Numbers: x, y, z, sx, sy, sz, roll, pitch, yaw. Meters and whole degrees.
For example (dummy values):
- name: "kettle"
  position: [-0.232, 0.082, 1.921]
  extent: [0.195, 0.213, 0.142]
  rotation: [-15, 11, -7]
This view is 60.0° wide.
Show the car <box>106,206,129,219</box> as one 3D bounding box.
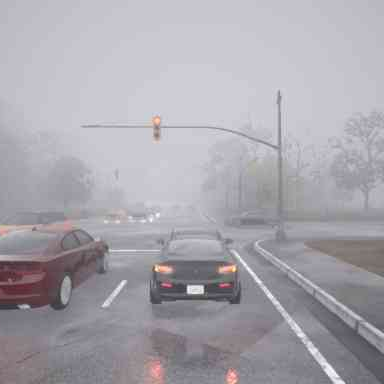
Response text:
- name: "car"
  position: [-10.657, 3.025, 46.969]
  extent: [1.882, 1.535, 5.008]
  rotation: [0, -2, 0]

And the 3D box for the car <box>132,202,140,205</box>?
- name: "car"
  position: [-10.655, 3.097, 55.829]
  extent: [2.097, 1.767, 4.553]
  rotation: [0, -1, 0]

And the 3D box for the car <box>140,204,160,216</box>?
- name: "car"
  position: [-7.157, 3.247, 56.573]
  extent: [2.128, 1.511, 4.902]
  rotation: [0, -1, 0]

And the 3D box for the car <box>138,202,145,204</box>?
- name: "car"
  position: [-10.607, 3.030, 66.489]
  extent: [2.150, 2.045, 5.566]
  rotation: [0, 0, 0]

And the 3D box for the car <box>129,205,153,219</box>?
- name: "car"
  position: [-7.147, 3.029, 47.103]
  extent: [1.882, 1.535, 5.008]
  rotation: [0, -2, 1]

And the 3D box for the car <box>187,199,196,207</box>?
- name: "car"
  position: [-0.204, 2.881, 86.937]
  extent: [2.097, 1.767, 4.553]
  rotation: [0, 0, -3]

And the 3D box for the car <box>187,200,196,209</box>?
- name: "car"
  position: [-0.099, 3.293, 77.203]
  extent: [1.994, 1.385, 4.181]
  rotation: [0, 0, 0]

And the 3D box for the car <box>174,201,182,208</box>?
- name: "car"
  position: [-3.712, 3.214, 86.815]
  extent: [1.812, 1.442, 4.674]
  rotation: [0, 0, -3]

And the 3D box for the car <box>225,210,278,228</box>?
- name: "car"
  position: [5.189, 2.297, 28.513]
  extent: [4.902, 1.511, 2.128]
  rotation: [0, -2, 0]

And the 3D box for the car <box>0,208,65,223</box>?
- name: "car"
  position: [-6.660, 1.559, 13.621]
  extent: [2.097, 1.767, 4.553]
  rotation: [0, -2, 7]

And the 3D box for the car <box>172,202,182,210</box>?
- name: "car"
  position: [-3.598, 3.345, 76.904]
  extent: [1.895, 1.301, 4.718]
  rotation: [0, 0, 0]

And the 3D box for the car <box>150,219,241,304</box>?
- name: "car"
  position: [0.070, 1.605, 8.191]
  extent: [1.812, 1.442, 4.674]
  rotation: [0, -1, 0]

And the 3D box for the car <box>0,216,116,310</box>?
- name: "car"
  position: [-3.427, 1.555, 8.048]
  extent: [1.882, 1.535, 5.008]
  rotation: [0, -1, 0]

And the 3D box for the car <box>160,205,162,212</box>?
- name: "car"
  position: [-7.107, 3.300, 66.630]
  extent: [2.128, 1.511, 4.902]
  rotation: [0, 0, 1]
